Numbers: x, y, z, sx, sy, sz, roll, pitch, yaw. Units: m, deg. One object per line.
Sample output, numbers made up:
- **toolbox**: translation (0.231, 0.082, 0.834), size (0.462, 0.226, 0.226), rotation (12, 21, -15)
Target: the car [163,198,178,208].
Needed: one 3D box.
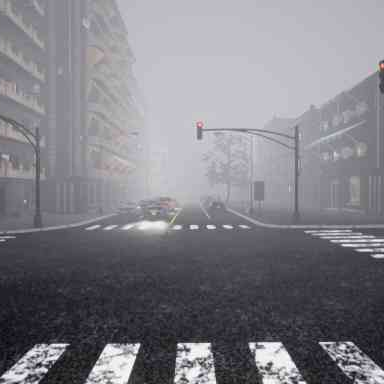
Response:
- **car**: translation (-3.082, 1.546, 48.689), size (1.994, 1.385, 4.181), rotation (0, 0, 0)

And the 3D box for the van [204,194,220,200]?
- **van**: translation (2.679, 1.327, 41.265), size (1.690, 1.788, 3.998), rotation (0, 0, 0)

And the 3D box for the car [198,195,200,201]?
- **car**: translation (2.673, 1.280, 74.467), size (2.192, 1.841, 5.009), rotation (0, 0, 0)

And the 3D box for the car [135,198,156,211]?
- **car**: translation (-5.699, 1.531, 41.271), size (1.887, 1.381, 4.507), rotation (0, 0, 0)

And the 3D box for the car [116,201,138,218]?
- **car**: translation (-5.698, 1.542, 30.205), size (2.008, 1.369, 4.403), rotation (0, 0, 0)

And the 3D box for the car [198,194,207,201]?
- **car**: translation (2.672, 1.396, 85.533), size (1.967, 1.590, 4.097), rotation (0, 0, 0)

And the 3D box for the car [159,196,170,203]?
- **car**: translation (-5.704, 1.551, 68.939), size (1.802, 1.307, 4.206), rotation (0, 0, 0)

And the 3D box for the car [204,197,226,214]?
- **car**: translation (2.682, 1.555, 35.732), size (1.947, 1.339, 4.313), rotation (0, 0, 0)

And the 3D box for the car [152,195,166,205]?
- **car**: translation (-5.703, 1.417, 57.872), size (1.967, 1.590, 4.097), rotation (0, 0, 0)

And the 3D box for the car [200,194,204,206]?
- **car**: translation (2.678, 1.420, 52.333), size (1.967, 1.590, 4.097), rotation (0, 0, 0)

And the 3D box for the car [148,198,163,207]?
- **car**: translation (-5.701, 1.562, 52.339), size (1.802, 1.307, 4.206), rotation (0, 0, 0)

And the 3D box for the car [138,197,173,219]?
- **car**: translation (-3.096, 1.483, 29.473), size (2.128, 1.511, 4.902), rotation (0, 0, 0)

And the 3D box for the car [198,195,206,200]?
- **car**: translation (2.673, 1.496, 91.067), size (1.887, 1.381, 4.507), rotation (0, 0, 0)

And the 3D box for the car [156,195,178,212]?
- **car**: translation (-3.090, 1.340, 38.661), size (2.097, 1.767, 4.553), rotation (0, 0, 0)
